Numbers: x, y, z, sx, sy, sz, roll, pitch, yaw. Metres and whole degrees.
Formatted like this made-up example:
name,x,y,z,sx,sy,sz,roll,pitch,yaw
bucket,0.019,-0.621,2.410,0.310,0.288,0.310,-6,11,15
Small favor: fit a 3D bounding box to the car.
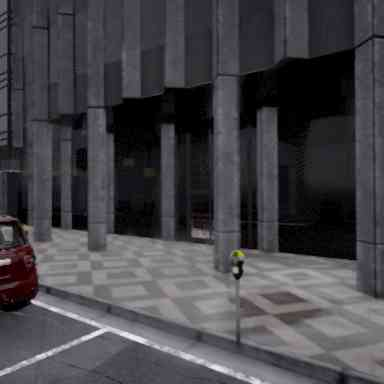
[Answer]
name,x,y,z,sx,sy,sz,roll,pitch,yaw
car,-4.981,1.306,6.411,5.009,1.841,2.192,0,0,35
